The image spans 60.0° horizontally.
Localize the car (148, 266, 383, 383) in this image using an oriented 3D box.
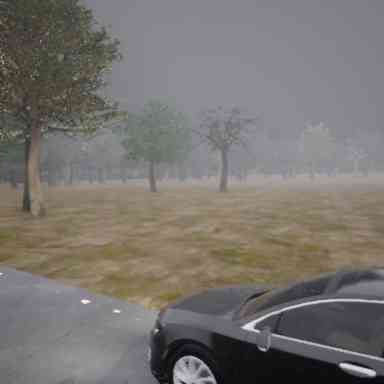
[{"bbox_3d":[1.743,1.507,3.113,4.892,1.490,1.837,1,0,35],"label":"car"}]
